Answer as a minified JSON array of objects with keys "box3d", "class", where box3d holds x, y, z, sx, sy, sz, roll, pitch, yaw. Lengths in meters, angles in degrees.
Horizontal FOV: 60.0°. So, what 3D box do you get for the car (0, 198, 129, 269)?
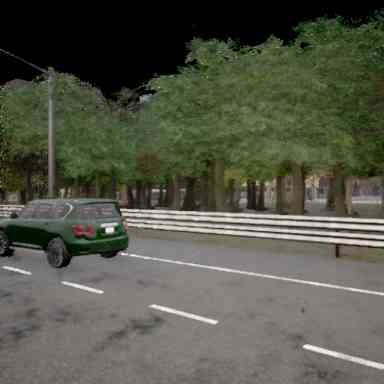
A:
[{"box3d":[-4.628,1.239,11.473,5.566,2.045,2.150,0,0,36],"class":"car"}]
